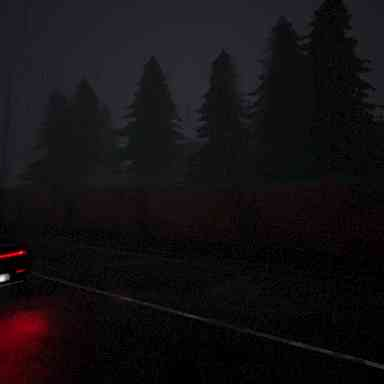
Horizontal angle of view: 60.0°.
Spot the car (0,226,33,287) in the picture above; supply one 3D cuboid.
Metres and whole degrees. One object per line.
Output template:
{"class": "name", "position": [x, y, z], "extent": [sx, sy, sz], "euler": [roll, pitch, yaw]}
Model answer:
{"class": "car", "position": [-5.821, 1.504, 8.144], "extent": [4.892, 1.490, 1.837], "euler": [0, 0, 36]}
